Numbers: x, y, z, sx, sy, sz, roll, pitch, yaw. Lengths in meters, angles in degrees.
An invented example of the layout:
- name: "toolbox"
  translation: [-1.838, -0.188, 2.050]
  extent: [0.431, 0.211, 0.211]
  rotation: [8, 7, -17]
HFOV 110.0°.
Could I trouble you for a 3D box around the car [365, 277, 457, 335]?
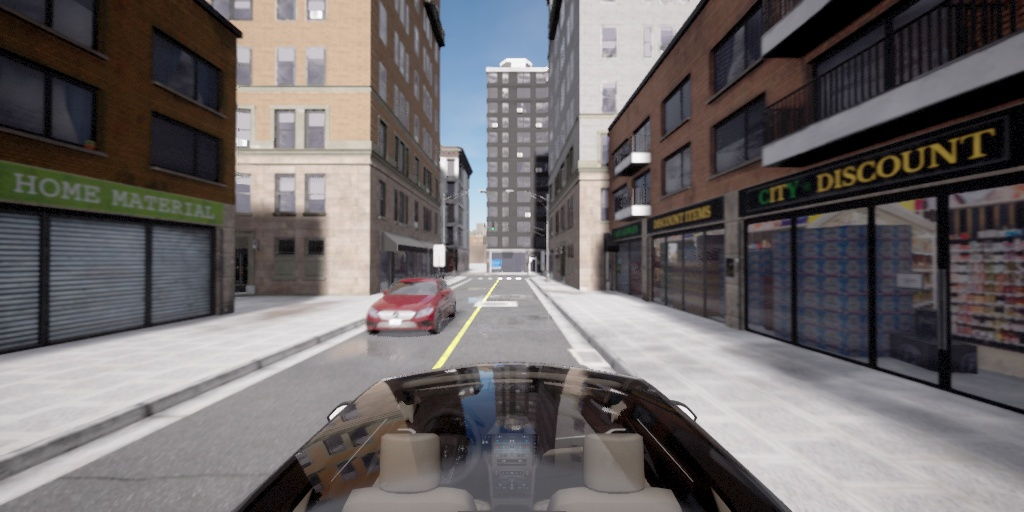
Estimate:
- name: "car"
  translation: [-2.849, 1.391, 11.095]
  extent: [1.812, 1.442, 4.674]
  rotation: [0, -1, 0]
